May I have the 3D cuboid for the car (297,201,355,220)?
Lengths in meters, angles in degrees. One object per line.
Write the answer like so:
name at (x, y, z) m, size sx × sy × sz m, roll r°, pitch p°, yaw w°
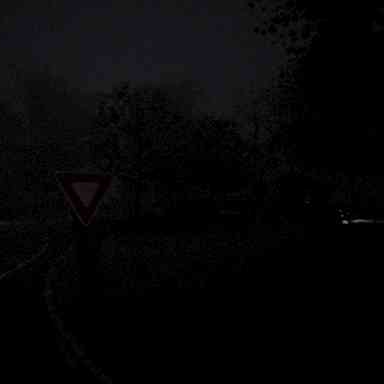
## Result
car at (10.194, 1.373, 25.572) m, size 1.994 × 1.385 × 4.181 m, roll 0°, pitch 0°, yaw -32°

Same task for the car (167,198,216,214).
car at (-0.009, 1.382, 33.171) m, size 4.892 × 1.490 × 1.837 m, roll -1°, pitch 0°, yaw -5°
